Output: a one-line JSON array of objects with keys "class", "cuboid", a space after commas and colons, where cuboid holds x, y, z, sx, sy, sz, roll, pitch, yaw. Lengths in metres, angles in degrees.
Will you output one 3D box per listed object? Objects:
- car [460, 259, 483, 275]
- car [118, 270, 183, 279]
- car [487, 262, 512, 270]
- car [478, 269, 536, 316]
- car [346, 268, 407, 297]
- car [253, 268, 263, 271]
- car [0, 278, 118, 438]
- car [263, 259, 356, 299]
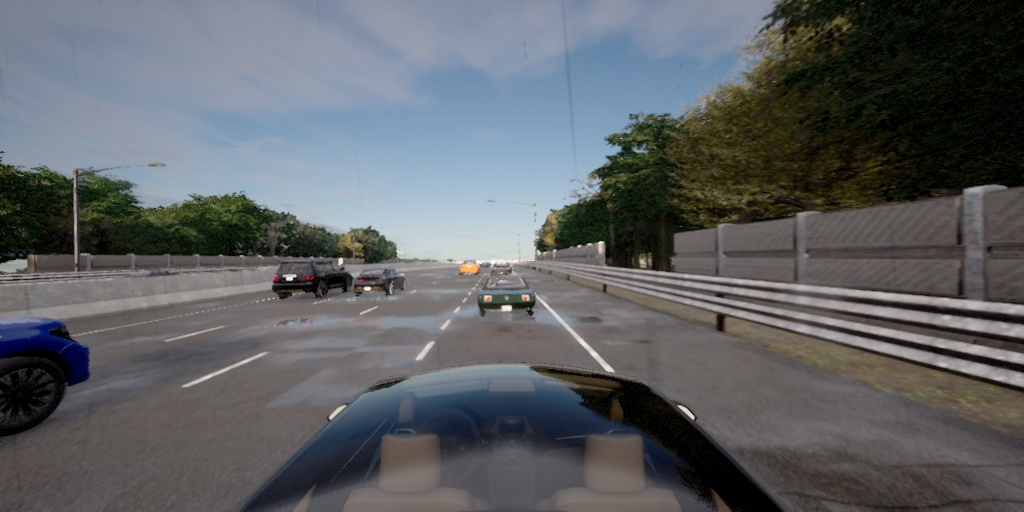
[{"class": "car", "cuboid": [-4.905, 1.268, 42.465, 2.097, 1.767, 4.553, -1, 0, -2]}, {"class": "car", "cuboid": [-32.630, 1.987, 32.341, 2.033, 1.411, 5.357, -1, 0, -2]}, {"class": "car", "cuboid": [-0.971, 1.291, 33.469, 2.128, 1.511, 4.902, -1, 0, -2]}, {"class": "car", "cuboid": [-0.242, 1.376, 13.604, 1.895, 1.301, 4.718, -1, 0, -2]}, {"class": "car", "cuboid": [-7.511, 1.430, 20.816, 1.837, 1.490, 4.892, -1, 0, -2]}, {"class": "car", "cuboid": [-22.194, 1.758, 34.098, 1.812, 1.442, 4.674, -1, 0, -2]}, {"class": "car", "cuboid": [-6.846, 1.113, 2.493, 2.150, 2.045, 5.566, -1, 0, -2]}, {"class": "car", "cuboid": [-10.997, 1.217, 20.241, 2.150, 2.045, 5.566, -1, 0, -2]}]
